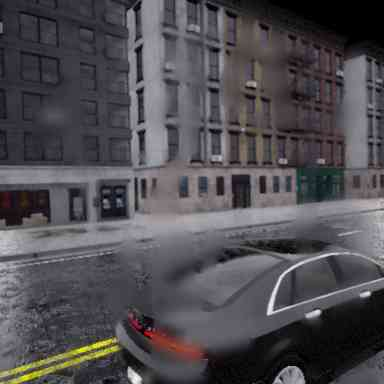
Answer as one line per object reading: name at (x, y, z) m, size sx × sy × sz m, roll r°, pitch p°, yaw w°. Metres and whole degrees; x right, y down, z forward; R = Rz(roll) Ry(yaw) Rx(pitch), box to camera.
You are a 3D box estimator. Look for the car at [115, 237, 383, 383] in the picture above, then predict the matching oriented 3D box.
car at (1.432, 1.386, 4.480) m, size 4.892 × 1.490 × 1.837 m, roll -2°, pitch 1°, yaw -36°
